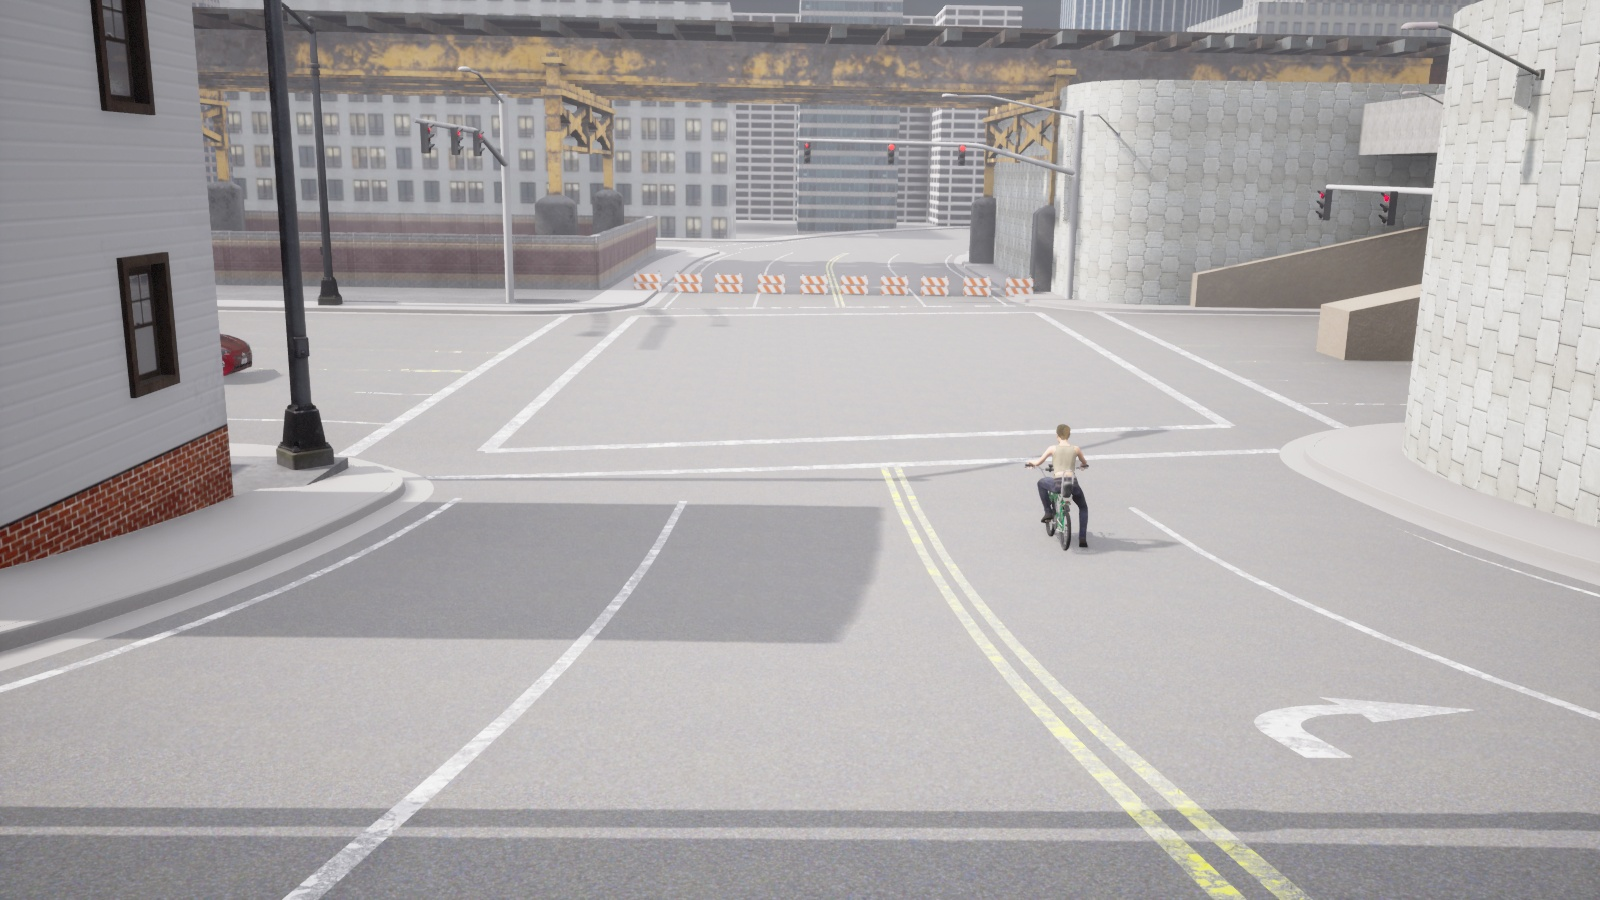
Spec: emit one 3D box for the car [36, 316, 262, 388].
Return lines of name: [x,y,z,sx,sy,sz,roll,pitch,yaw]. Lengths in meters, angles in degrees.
car: [-16.290,-2.487,31.640,4.514,1.525,2.007,0,12,0]

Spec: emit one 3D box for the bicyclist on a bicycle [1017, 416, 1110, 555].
bicyclist on a bicycle: [3.449,0.432,16.595,0.866,1.612,1.509,0,7,0]
